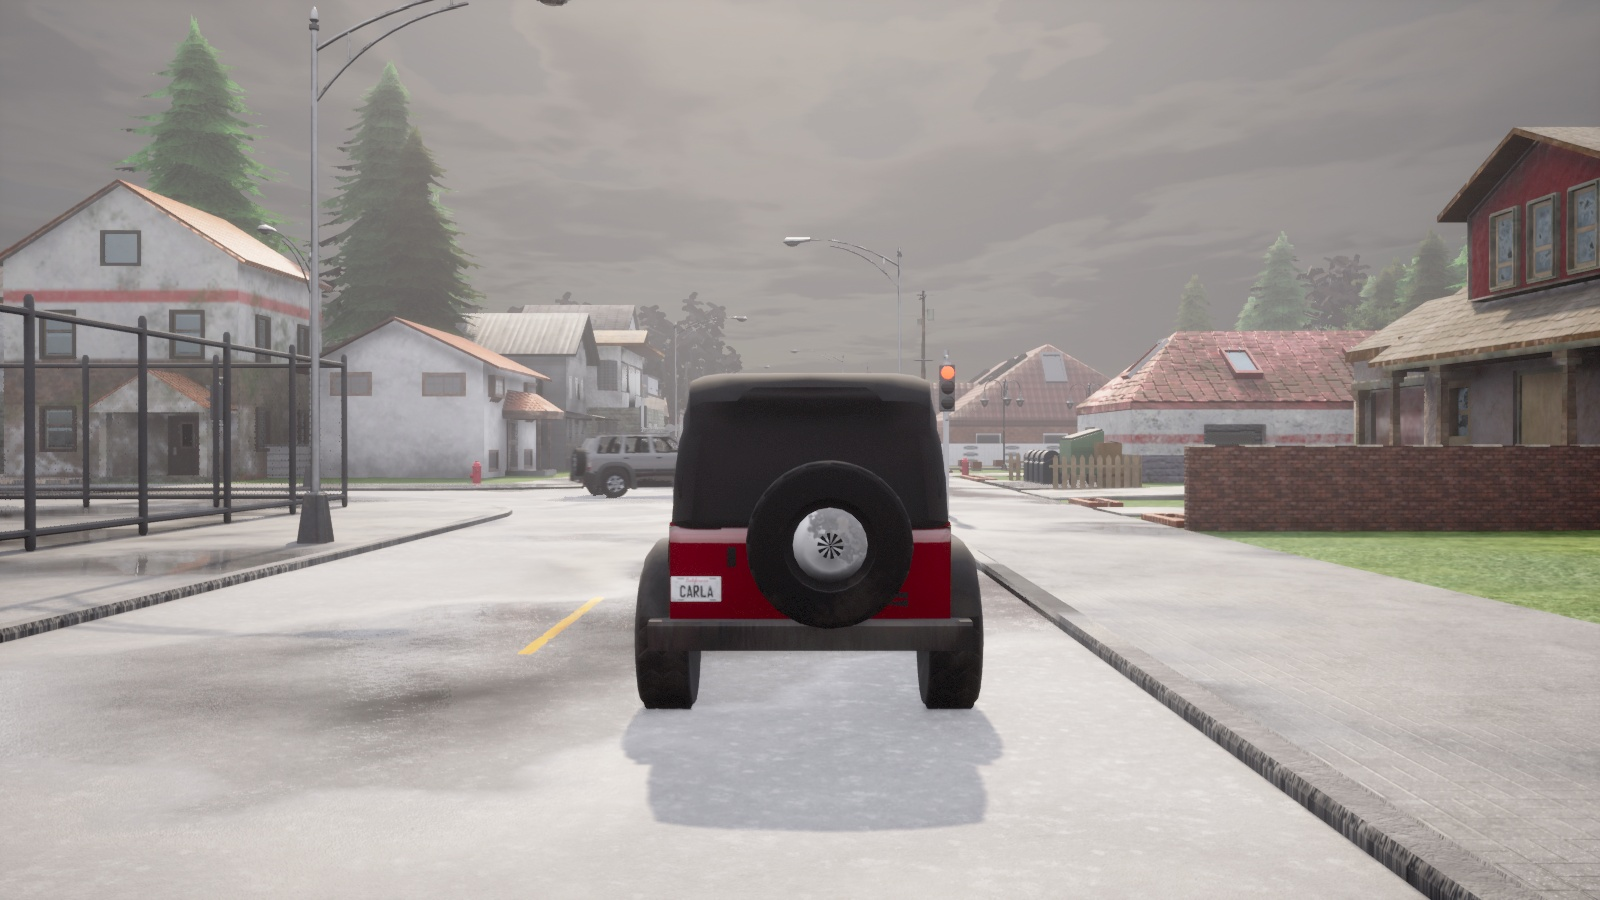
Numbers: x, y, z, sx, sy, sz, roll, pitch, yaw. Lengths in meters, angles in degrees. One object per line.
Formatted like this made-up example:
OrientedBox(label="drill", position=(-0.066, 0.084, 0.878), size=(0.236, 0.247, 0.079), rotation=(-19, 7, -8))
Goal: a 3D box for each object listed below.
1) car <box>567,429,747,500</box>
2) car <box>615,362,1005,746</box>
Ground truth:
OrientedBox(label="car", position=(-3.964, 0.363, 34.913), size=(4.605, 1.855, 1.932), rotation=(0, 1, -24))
OrientedBox(label="car", position=(0.055, 0.497, 8.079), size=(1.905, 1.878, 3.866), rotation=(0, 0, 0))
